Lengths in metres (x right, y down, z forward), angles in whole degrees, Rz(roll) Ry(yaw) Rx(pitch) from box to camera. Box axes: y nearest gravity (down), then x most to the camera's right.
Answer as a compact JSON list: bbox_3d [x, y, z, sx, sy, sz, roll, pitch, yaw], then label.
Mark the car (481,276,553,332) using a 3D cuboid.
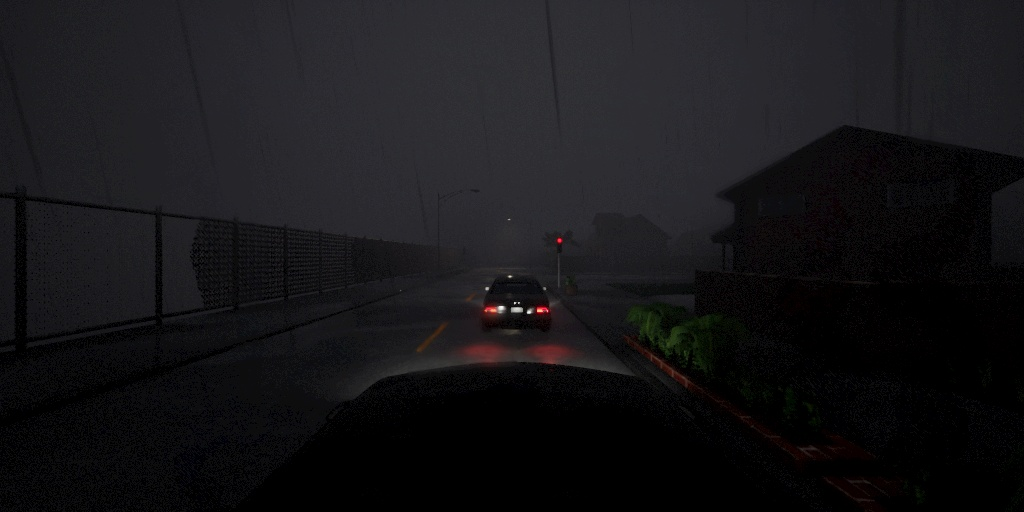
[{"bbox_3d":[0.119,1.301,10.847,2.033,1.411,5.357,0,0,0],"label":"car"}]
